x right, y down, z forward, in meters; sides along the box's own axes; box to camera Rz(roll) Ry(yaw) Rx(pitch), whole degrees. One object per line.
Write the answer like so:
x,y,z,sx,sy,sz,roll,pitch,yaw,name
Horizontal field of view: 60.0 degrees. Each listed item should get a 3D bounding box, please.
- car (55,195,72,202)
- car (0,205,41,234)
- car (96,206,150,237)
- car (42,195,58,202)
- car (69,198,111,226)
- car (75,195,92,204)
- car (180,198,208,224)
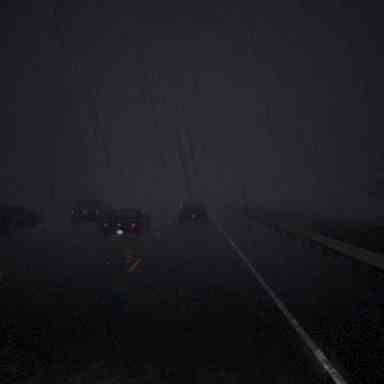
-28.226,1.380,73.255,1.882,1.535,5.008,0,0,-3,car
-10.387,1.480,18.920,1.837,1.490,4.892,0,0,0,car
-3.387,1.577,17.842,1.895,1.301,4.718,0,0,0,car
-31.826,1.425,74.686,1.812,1.442,4.674,0,0,-3,car
-6.883,1.321,23.433,2.097,1.767,4.553,0,0,0,car
-20.975,1.415,64.428,1.837,1.490,4.892,0,0,0,car
0.117,1.445,24.346,1.882,1.535,5.008,0,0,0,car
